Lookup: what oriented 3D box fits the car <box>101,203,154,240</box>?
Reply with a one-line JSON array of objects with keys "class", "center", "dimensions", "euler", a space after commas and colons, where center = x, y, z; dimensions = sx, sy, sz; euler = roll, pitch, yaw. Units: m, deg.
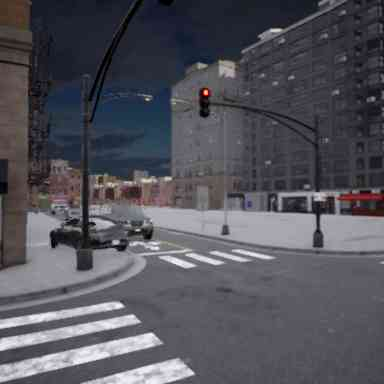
[{"class": "car", "center": [-4.097, 1.697, 19.809], "dimensions": [2.150, 2.045, 5.566], "euler": [1, -2, -28]}]

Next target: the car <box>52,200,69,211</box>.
[{"class": "car", "center": [-19.736, 2.183, 49.778], "dimensions": [2.150, 2.045, 5.566], "euler": [1, -2, -28]}]

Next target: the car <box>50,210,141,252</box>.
[{"class": "car", "center": [-4.318, 1.693, 13.892], "dimensions": [1.812, 1.442, 4.674], "euler": [1, -1, -42]}]

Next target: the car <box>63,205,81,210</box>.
[{"class": "car", "center": [-12.257, 2.413, 35.331], "dimensions": [2.033, 1.411, 5.357], "euler": [1, -2, -28]}]
